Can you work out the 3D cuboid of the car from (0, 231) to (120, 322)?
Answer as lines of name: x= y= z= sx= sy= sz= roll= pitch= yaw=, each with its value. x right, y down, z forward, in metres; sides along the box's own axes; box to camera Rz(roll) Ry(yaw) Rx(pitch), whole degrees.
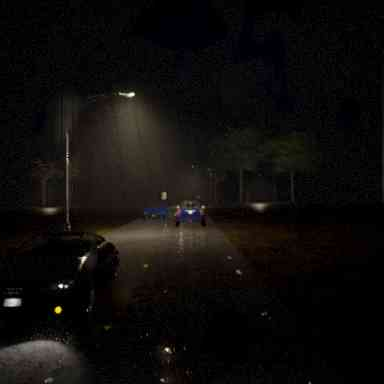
car: x=-2.883 y=1.584 z=7.300 sx=1.994 sy=1.385 sz=4.181 roll=0 pitch=0 yaw=-1

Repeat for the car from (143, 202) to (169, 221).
car: x=-2.987 y=1.596 z=28.440 sx=1.882 sy=1.535 sz=5.008 roll=0 pitch=0 yaw=0

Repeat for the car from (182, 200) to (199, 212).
car: x=-0.159 y=1.802 z=42.989 sx=2.033 sy=1.411 sz=5.357 roll=0 pitch=-1 yaw=0

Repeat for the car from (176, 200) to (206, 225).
car: x=-0.097 y=1.447 z=24.865 sx=2.097 sy=1.767 sz=4.553 roll=0 pitch=0 yaw=0
